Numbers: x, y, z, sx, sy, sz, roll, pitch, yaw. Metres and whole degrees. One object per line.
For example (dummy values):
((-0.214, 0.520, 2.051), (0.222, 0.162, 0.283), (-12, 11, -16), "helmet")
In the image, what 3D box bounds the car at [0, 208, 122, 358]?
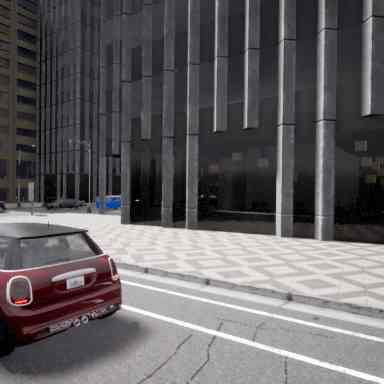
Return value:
((-3.451, 1.349, 6.140), (4.553, 1.767, 2.097), (0, 0, 35), "car")

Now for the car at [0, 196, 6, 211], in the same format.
((-22.942, 1.323, 36.421), (1.967, 1.590, 4.097), (1, 1, 36), "car")

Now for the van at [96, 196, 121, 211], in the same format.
((-9.659, 1.338, 40.257), (1.690, 1.788, 3.998), (1, 1, 36), "van")

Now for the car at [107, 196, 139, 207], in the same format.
((-10.176, 1.427, 49.564), (1.812, 1.442, 4.674), (1, 1, 36), "car")

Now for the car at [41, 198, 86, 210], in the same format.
((-15.924, 1.460, 41.595), (2.033, 1.411, 5.357), (1, 1, 36), "car")

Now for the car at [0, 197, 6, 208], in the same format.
((-21.514, 1.277, 33.773), (2.097, 1.767, 4.553), (1, 1, 35), "car")
